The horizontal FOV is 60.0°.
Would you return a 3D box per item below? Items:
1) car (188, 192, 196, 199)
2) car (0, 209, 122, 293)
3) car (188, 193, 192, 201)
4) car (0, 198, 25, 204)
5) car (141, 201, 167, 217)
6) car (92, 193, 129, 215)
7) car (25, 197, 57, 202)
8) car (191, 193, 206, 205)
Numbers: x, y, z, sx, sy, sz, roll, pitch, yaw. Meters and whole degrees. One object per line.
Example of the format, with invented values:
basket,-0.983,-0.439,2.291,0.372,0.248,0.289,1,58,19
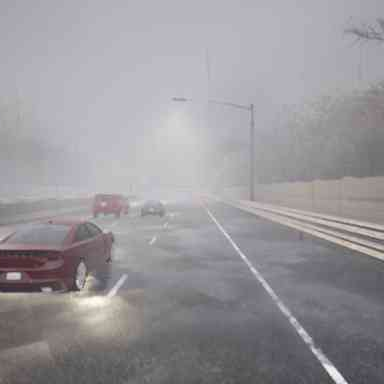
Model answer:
car,-0.002,0.967,88.745,2.097,1.767,4.553,0,0,0
car,-3.400,1.445,8.828,1.882,1.535,5.008,0,0,0
car,-0.002,1.375,72.127,1.895,1.301,4.718,0,0,0
car,-21.084,1.425,39.639,1.994,1.385,4.181,0,0,0
car,-3.399,1.458,30.039,1.994,1.385,4.181,0,0,0
car,-6.904,1.120,28.638,2.150,2.045,5.566,0,0,0
car,-17.583,1.366,39.926,1.837,1.490,4.892,0,0,0
car,1.223,1.283,53.517,1.801,1.575,5.366,0,0,0
